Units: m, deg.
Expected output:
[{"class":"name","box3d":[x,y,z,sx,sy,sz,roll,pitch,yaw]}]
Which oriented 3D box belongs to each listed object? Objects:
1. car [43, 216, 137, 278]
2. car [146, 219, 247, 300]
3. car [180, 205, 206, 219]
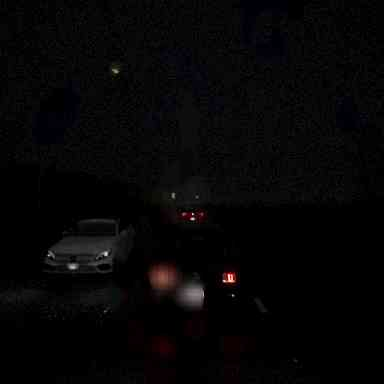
[{"class":"car","box3d":[-2.873,1.529,10.338,1.812,1.442,4.674,0,0,0]},{"class":"car","box3d":[0.083,1.604,8.357,1.895,1.301,4.718,0,0,0]},{"class":"car","box3d":[0.043,1.623,25.829,1.895,1.301,4.718,0,0,0]}]
